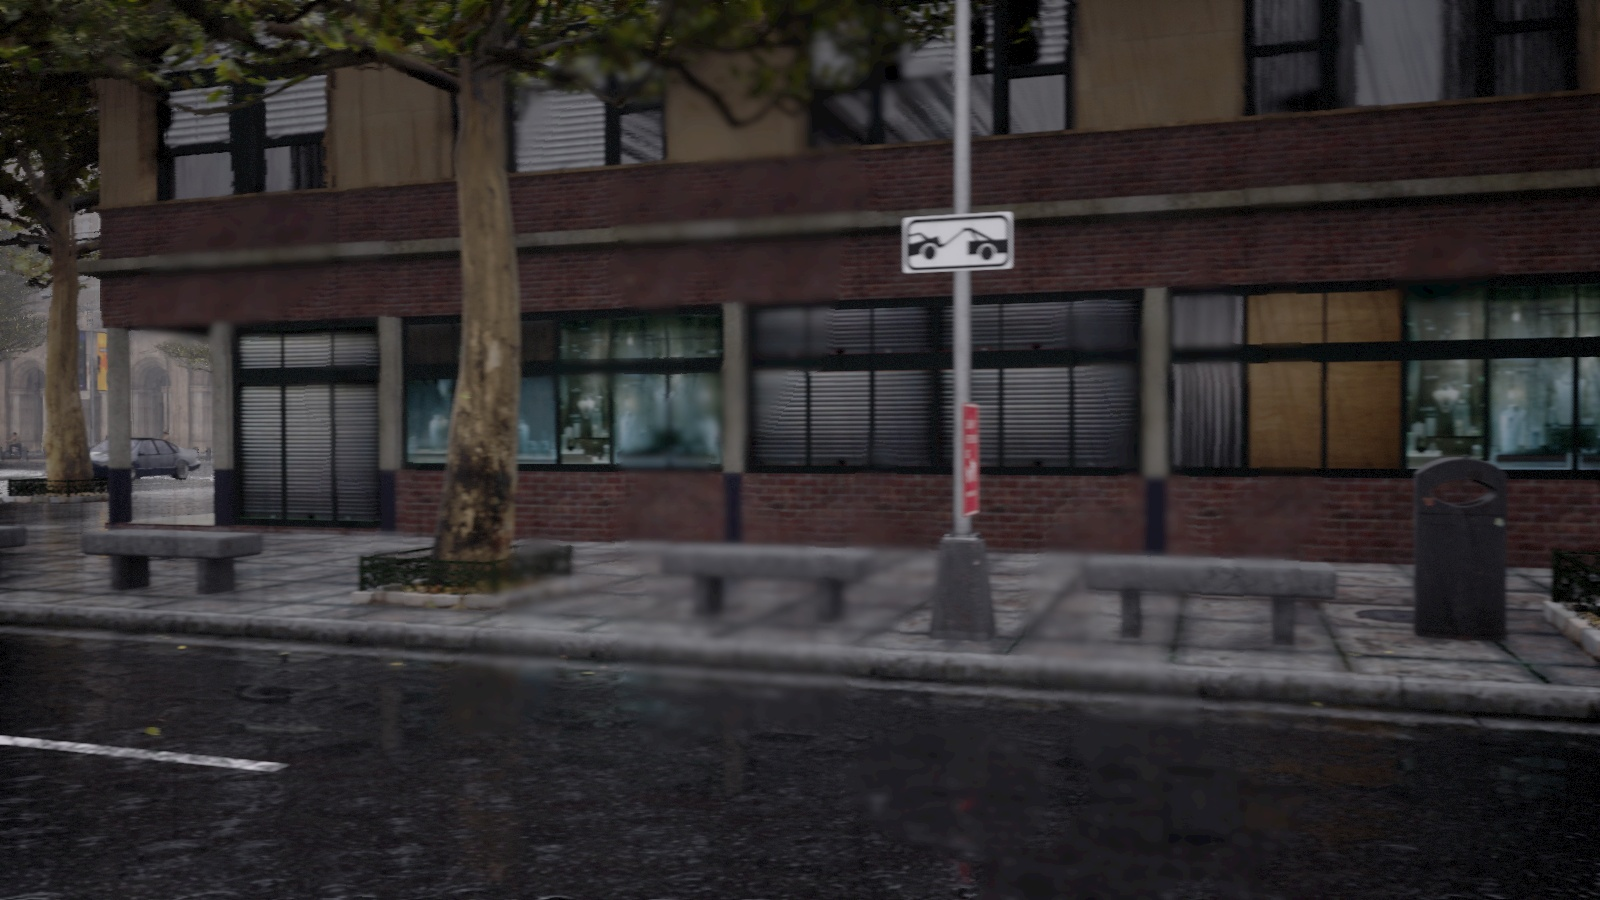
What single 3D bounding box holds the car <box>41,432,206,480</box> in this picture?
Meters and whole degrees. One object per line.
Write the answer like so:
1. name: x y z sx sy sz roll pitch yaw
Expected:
1. car: -21.408 0.152 40.053 2.033 1.411 5.357 0 1 4
